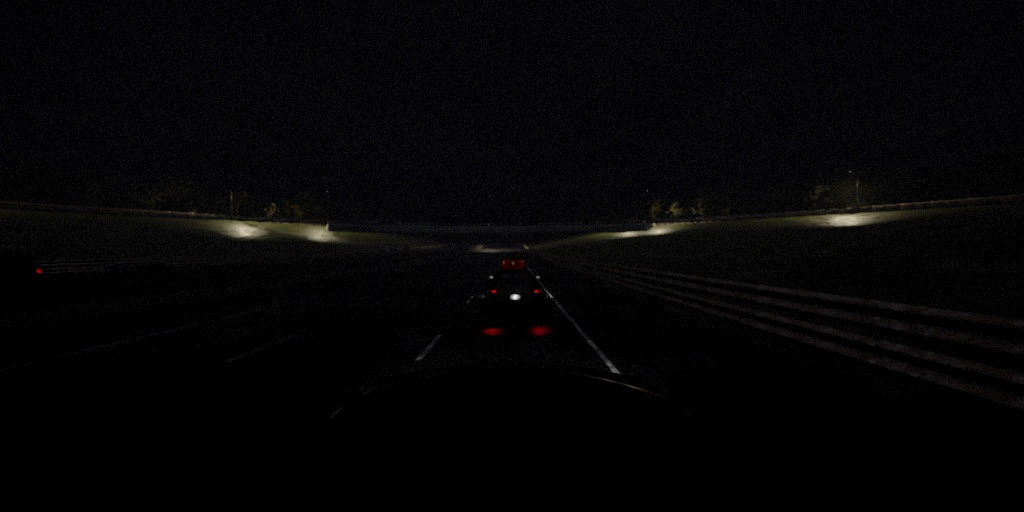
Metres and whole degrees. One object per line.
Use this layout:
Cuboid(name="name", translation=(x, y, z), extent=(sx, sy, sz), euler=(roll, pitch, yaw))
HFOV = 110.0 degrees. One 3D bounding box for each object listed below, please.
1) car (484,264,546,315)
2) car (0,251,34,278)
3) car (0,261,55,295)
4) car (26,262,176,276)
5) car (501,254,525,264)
Cuboid(name="car", translation=(0.098, 1.170, 12.765), extent=(1.994, 1.385, 4.181), euler=(0, 1, 0))
Cuboid(name="car", translation=(-21.098, 0.837, 12.940), extent=(2.150, 2.045, 5.566), euler=(0, 1, 0))
Cuboid(name="car", translation=(-24.595, 1.062, 16.129), extent=(1.837, 1.490, 4.892), euler=(0, 1, 0))
Cuboid(name="car", translation=(-17.595, 1.042, 16.307), extent=(2.128, 1.511, 4.902), euler=(0, 1, 0))
Cuboid(name="car", translation=(0.098, 0.559, 32.668), extent=(2.097, 1.767, 4.553), euler=(0, 1, 0))
